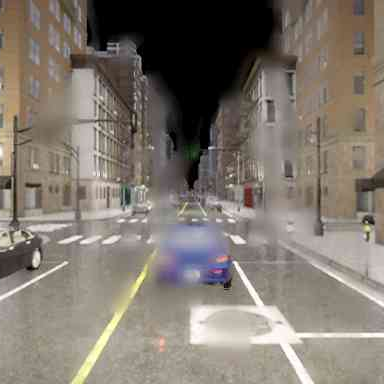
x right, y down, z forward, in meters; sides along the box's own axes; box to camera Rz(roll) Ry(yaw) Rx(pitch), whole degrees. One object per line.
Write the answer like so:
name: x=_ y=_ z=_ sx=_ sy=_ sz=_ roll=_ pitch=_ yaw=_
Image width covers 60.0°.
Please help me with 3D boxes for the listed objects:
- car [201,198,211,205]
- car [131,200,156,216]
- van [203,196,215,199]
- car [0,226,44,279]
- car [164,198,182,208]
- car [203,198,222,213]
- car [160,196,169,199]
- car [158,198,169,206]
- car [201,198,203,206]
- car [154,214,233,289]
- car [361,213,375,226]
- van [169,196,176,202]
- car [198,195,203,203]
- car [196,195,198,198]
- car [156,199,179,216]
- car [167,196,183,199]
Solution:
car: x=2.784 y=1.961 z=67.798 sx=1.947 sy=1.339 sz=4.313 roll=0 pitch=0 yaw=0
car: x=-5.317 y=1.757 z=35.377 sx=2.008 sy=1.369 sz=4.403 roll=0 pitch=0 yaw=0
van: x=2.735 y=1.610 z=46.175 sx=1.690 sy=1.788 sz=3.998 roll=0 pitch=0 yaw=0
car: x=-5.370 y=1.601 z=8.501 sx=2.008 sy=1.369 sz=4.403 roll=0 pitch=0 yaw=0
car: x=-2.756 y=1.867 z=45.739 sx=1.895 sy=1.301 sz=4.718 roll=0 pitch=0 yaw=0
car: x=2.723 y=1.789 z=40.767 sx=2.008 sy=1.369 sz=4.403 roll=0 pitch=0 yaw=0
car: x=-5.294 y=1.772 z=57.002 sx=1.967 sy=1.590 sz=4.097 roll=0 pitch=0 yaw=0
car: x=-5.288 y=1.887 z=62.237 sx=1.752 sy=1.417 sz=4.829 roll=0 pitch=0 yaw=0
car: x=2.747 y=1.883 z=51.580 sx=1.802 sy=1.307 sz=4.206 roll=0 pitch=0 yaw=0
car: x=0.052 y=1.581 z=9.242 sx=1.812 sy=1.442 sz=4.674 roll=0 pitch=0 yaw=1
car: x=15.116 y=1.779 z=23.697 sx=5.357 sy=1.411 sz=2.033 roll=0 pitch=0 yaw=0
van: x=-5.258 y=1.862 z=89.439 sx=1.690 sy=1.788 sz=3.998 roll=0 pitch=0 yaw=0
car: x=2.772 y=1.678 z=62.393 sx=2.192 sy=1.841 sz=5.009 roll=0 pitch=0 yaw=0
car: x=2.846 y=2.097 z=94.829 sx=1.887 sy=1.381 sz=4.507 roll=0 pitch=0 yaw=0
car: x=-2.787 y=1.772 z=35.707 sx=1.994 sy=1.385 sz=4.181 roll=0 pitch=0 yaw=0
car: x=-2.717 y=1.889 z=55.816 sx=1.994 sy=1.385 sz=4.181 roll=0 pitch=0 yaw=1
